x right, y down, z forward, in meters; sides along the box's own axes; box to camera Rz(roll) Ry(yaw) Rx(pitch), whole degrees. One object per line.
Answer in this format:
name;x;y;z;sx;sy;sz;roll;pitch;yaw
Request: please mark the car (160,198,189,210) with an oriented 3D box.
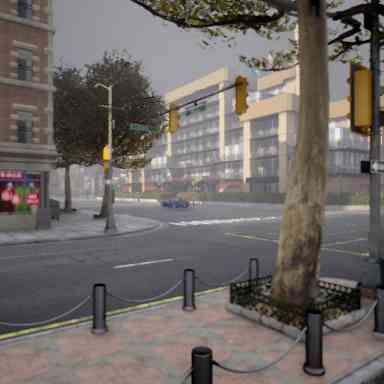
car;-2.377;1.491;44.129;1.882;1.535;5.008;0;0;-36
